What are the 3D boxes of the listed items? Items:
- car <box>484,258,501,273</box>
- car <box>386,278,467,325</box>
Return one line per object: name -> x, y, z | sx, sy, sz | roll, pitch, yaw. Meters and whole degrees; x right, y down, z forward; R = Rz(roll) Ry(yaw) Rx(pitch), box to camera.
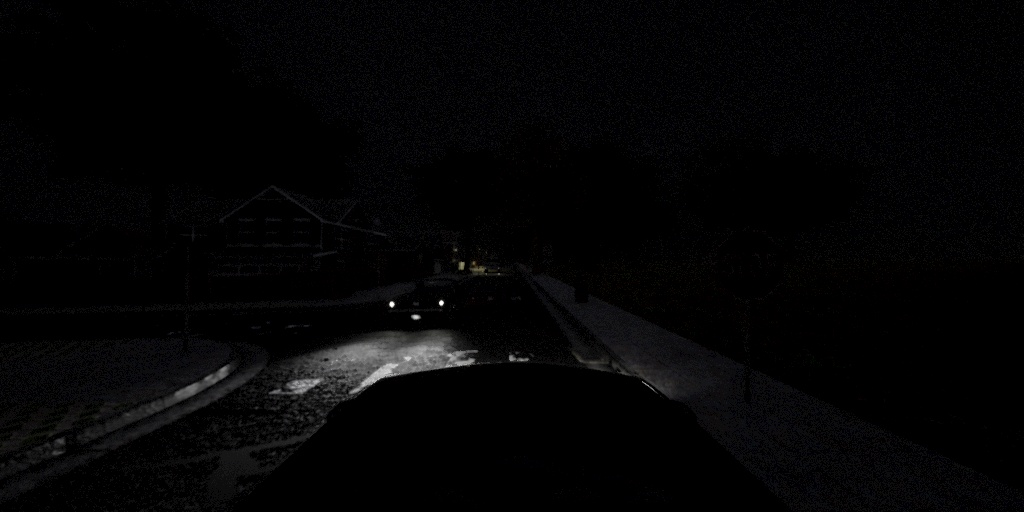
car -> -2.783, 1.312, 52.382 | 2.150, 2.045, 5.566 | 0, 0, 0
car -> -2.775, 1.488, 12.588 | 1.895, 1.301, 4.718 | -2, -1, 0
